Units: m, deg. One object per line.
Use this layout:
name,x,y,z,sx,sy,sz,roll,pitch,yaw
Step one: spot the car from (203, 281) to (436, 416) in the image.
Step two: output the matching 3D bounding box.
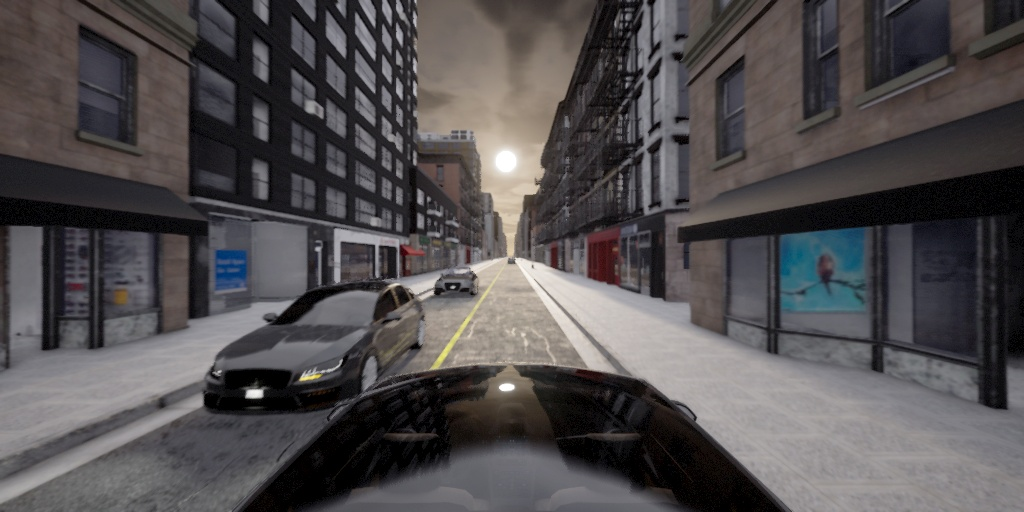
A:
car,-2.852,1.258,6.385,1.837,1.490,4.892,0,0,0

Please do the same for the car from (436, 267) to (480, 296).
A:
car,-2.848,1.314,19.303,1.994,1.385,4.181,0,0,0
